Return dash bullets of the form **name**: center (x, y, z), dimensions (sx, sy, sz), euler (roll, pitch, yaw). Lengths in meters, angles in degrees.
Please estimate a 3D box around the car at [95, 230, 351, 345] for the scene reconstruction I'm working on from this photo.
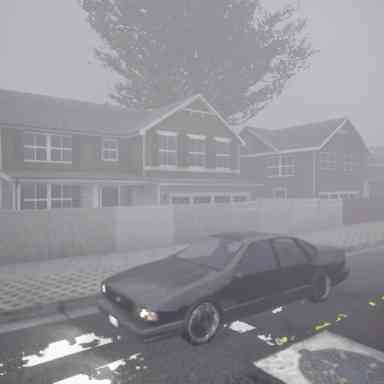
- **car**: center (0.983, 1.508, 6.504), dimensions (5.357, 1.411, 2.033), euler (0, 1, -36)
